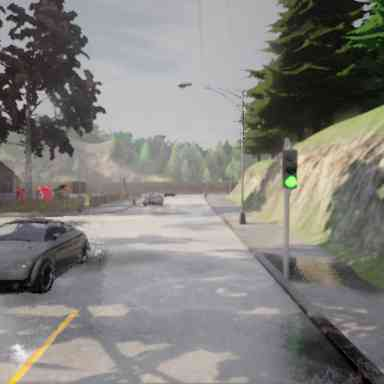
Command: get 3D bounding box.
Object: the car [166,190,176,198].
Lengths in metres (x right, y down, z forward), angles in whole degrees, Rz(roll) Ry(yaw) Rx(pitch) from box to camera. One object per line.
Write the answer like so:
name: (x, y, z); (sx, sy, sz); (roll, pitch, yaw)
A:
car: (-4.044, 0.326, 60.995); (1.895, 1.301, 4.718); (0, 1, 0)

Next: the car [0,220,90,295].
car: (-4.008, 1.402, 8.176); (1.994, 1.385, 4.181); (0, 1, 0)

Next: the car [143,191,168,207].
car: (-4.025, 0.897, 35.526); (1.994, 1.385, 4.181); (0, 2, 0)
